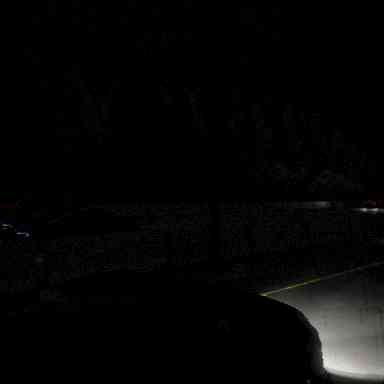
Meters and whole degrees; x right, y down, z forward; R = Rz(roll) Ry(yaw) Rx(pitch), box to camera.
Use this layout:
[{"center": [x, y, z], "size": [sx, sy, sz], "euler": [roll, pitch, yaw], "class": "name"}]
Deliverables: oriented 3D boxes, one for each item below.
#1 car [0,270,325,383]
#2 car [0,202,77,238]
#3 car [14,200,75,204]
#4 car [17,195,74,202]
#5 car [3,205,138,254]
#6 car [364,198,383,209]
[{"center": [-0.535, 1.556, 3.384], "size": [4.181, 1.385, 1.994], "euler": [0, 0, -36], "class": "car"}, {"center": [-6.745, 1.458, 16.441], "size": [5.008, 1.535, 1.882], "euler": [0, 0, -36], "class": "car"}, {"center": [-8.452, 1.469, 19.530], "size": [4.902, 1.511, 2.128], "euler": [0, 0, -36], "class": "car"}, {"center": [-10.532, 1.199, 22.345], "size": [5.566, 2.045, 2.150], "euler": [0, 0, -36], "class": "car"}, {"center": [-4.659, 1.458, 13.631], "size": [5.008, 1.535, 1.882], "euler": [0, 0, -36], "class": "car"}, {"center": [28.119, 1.710, 50.622], "size": [5.008, 1.535, 1.882], "euler": [1, -1, -36], "class": "car"}]
